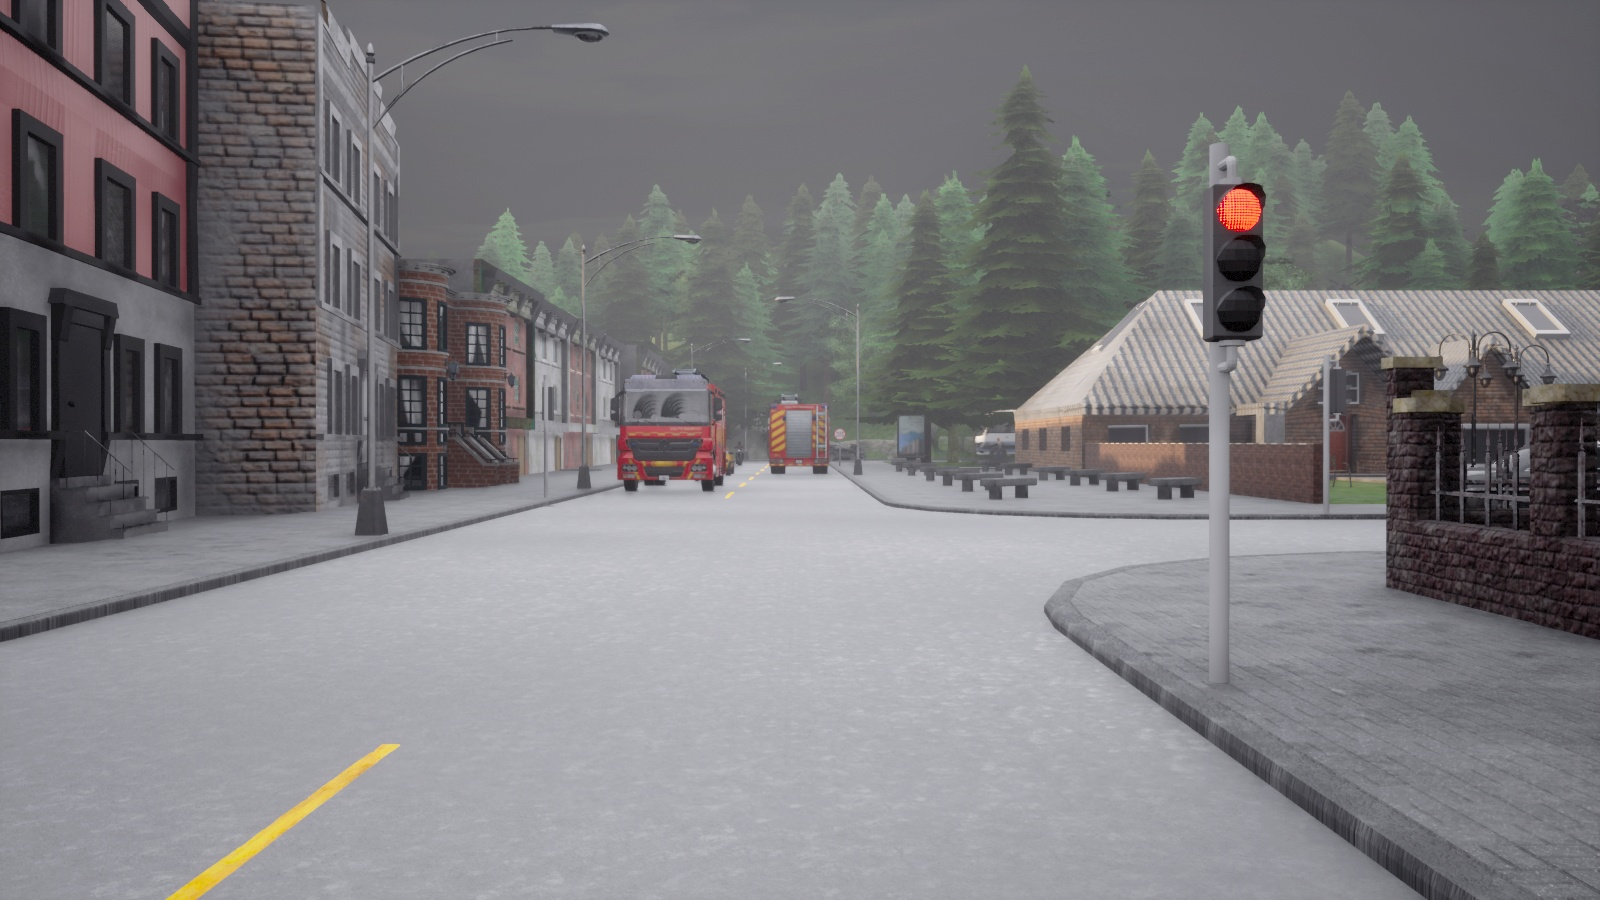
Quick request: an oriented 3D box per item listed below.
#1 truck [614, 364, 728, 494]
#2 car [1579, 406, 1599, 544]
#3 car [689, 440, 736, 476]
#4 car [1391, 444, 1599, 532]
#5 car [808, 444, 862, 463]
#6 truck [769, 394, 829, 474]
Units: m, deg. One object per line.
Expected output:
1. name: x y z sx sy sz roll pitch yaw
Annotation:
1. truck: -4.048 -0.654 41.252 2.891 3.827 8.468 0 0 0
2. car: 14.694 0.375 18.153 5.566 2.045 2.150 0 0 -1
3. car: -4.050 0.351 58.913 1.801 1.575 5.366 0 0 0
4. car: 13.353 0.637 22.244 4.892 1.490 1.837 0 0 2
5. car: 2.721 0.260 98.077 1.994 1.385 4.181 0 0 41
6. truck: -0.045 -0.779 63.859 2.891 3.827 8.468 0 0 0
